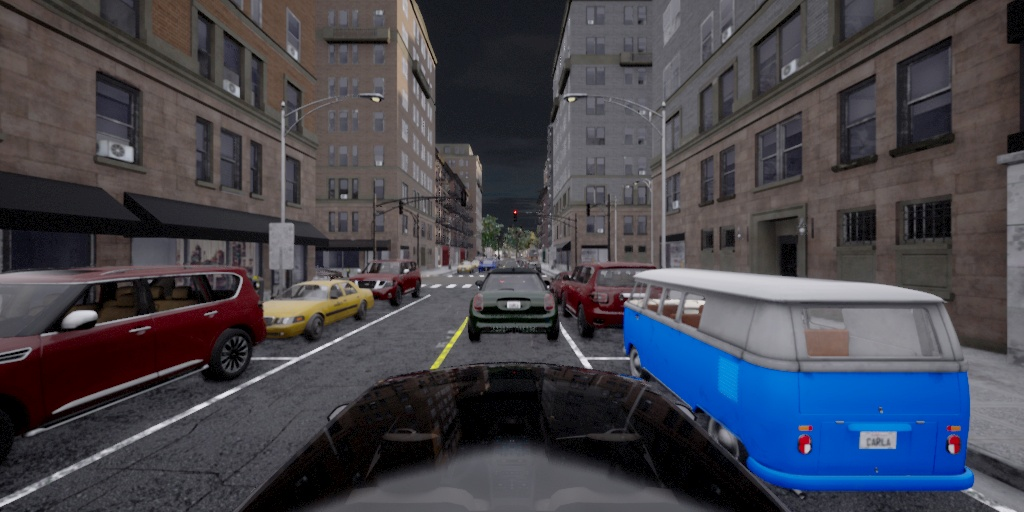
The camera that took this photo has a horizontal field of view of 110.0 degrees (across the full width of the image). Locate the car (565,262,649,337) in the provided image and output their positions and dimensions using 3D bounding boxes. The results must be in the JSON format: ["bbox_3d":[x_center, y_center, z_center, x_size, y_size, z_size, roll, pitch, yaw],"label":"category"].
[{"bbox_3d":[2.627,1.058,10.112,2.192,1.841,5.009,0,0,0],"label":"car"}]

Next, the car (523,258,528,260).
[{"bbox_3d":[2.581,1.269,42.799,2.007,1.370,4.403,0,0,0],"label":"car"}]

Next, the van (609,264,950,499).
[{"bbox_3d":[2.635,1.089,4.433,1.690,1.789,3.998,0,0,0],"label":"van"}]

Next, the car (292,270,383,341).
[{"bbox_3d":[-5.410,1.269,9.931,1.751,1.417,4.829,0,0,0],"label":"car"}]

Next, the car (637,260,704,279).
[{"bbox_3d":[13.590,1.151,30.959,4.902,1.511,2.128,0,0,0],"label":"car"}]

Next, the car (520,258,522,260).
[{"bbox_3d":[2.566,1.262,53.763,2.007,1.370,4.403,0,0,0],"label":"car"}]

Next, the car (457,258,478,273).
[{"bbox_3d":[-5.472,1.244,42.618,1.751,1.417,4.829,0,0,0],"label":"car"}]

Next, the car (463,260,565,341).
[{"bbox_3d":[0.023,1.096,10.025,2.097,1.767,4.553,0,0,0],"label":"car"}]

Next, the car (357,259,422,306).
[{"bbox_3d":[-5.419,1.054,15.780,2.192,1.841,5.009,0,0,0],"label":"car"}]

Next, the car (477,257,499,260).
[{"bbox_3d":[-2.901,1.196,43.034,1.882,1.535,5.008,0,0,0],"label":"car"}]

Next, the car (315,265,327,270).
[{"bbox_3d":[-16.108,1.341,27.919,5.357,1.411,2.033,0,0,0],"label":"car"}]

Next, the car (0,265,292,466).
[{"bbox_3d":[-5.402,1.062,4.424,2.192,1.841,5.009,0,0,0],"label":"car"}]

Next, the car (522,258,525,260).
[{"bbox_3d":[2.573,1.260,48.281,1.888,1.381,4.507,0,0,0],"label":"car"}]
